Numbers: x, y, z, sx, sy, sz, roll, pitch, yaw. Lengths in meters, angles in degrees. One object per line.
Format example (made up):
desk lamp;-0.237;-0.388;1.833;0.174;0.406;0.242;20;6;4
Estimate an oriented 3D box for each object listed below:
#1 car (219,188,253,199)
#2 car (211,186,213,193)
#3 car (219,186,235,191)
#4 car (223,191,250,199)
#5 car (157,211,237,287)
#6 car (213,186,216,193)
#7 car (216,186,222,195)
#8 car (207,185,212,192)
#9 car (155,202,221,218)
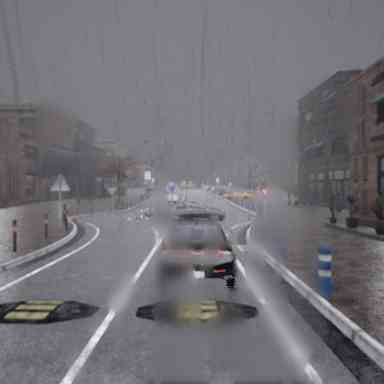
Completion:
car;8.018;0.561;58.513;5.366;1.575;1.946;0;2;-1
car;7.921;-0.208;83.306;5.008;1.535;2.097;0;1;-1
car;8.108;0.242;64.019;4.553;1.767;2.185;0;2;-1
car;8.175;0.504;61.272;4.674;1.452;2.002;0;2;-1
car;0.136;1.536;9.472;2.128;1.511;4.902;0;0;1
car;7.986;-0.061;77.796;4.892;1.521;2.231;0;2;-1
car;8.137;0.023;66.770;5.566;2.045;2.435;0;2;-1
car;7.790;-0.652;91.568;5.566;2.045;2.435;0;1;-1
car;-0.110;1.474;23.234;4.902;1.511;2.128;0;1;-16
